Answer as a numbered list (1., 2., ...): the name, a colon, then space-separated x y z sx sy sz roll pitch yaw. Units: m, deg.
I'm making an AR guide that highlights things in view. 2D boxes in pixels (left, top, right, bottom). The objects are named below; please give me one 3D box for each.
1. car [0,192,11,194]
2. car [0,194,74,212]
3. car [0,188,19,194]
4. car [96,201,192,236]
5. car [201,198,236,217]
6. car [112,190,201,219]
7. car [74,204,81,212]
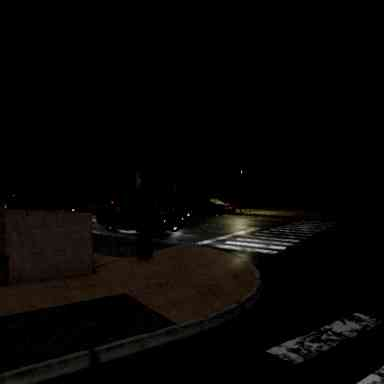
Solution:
1. car: -19.467 0.925 31.116 4.892 1.490 1.837 1 1 30
2. car: -10.445 1.131 21.933 4.902 1.511 2.128 1 1 31
3. car: -23.671 0.454 41.146 5.566 2.045 2.150 1 1 30
4. car: -2.641 1.382 17.036 4.718 1.301 1.895 1 1 33
5. car: 0.816 1.205 26.655 5.357 1.411 2.033 1 1 32
6. car: -2.580 0.943 20.819 5.566 2.045 2.150 1 1 31
7. car: -10.571 1.142 25.809 4.181 1.385 1.994 1 1 30
